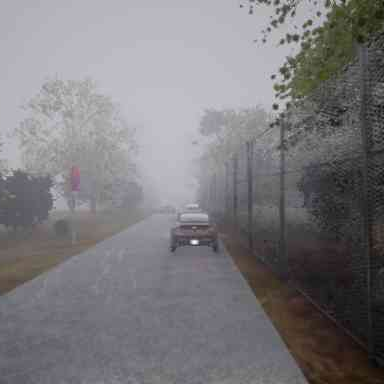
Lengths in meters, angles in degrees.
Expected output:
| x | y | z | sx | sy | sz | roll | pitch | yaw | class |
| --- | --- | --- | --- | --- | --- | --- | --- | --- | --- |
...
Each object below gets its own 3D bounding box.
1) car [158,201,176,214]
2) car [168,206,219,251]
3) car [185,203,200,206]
| x | y | z | sx | sy | sz | roll | pitch | yaw | class |
| --- | --- | --- | --- | --- | --- | --- | --- | --- | --- |
| -2.948 | 1.870 | 40.039 | 1.837 | 1.490 | 4.892 | 0 | -2 | 0 | car |
| 0.087 | 1.546 | 14.291 | 1.837 | 1.490 | 4.892 | 0 | 0 | 0 | car |
| 0.035 | 1.743 | 31.364 | 1.812 | 1.442 | 4.674 | 0 | -1 | 0 | car |
